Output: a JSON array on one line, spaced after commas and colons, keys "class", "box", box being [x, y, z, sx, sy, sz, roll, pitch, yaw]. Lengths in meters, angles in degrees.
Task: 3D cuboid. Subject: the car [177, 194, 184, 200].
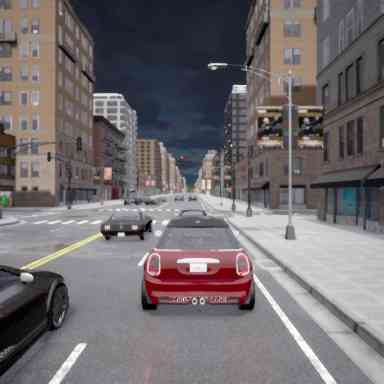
[{"class": "car", "box": [-3.030, 1.358, 88.293, 1.812, 1.442, 4.674, 0, 0, 0]}]

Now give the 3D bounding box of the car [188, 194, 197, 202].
[{"class": "car", "box": [0.195, 1.322, 78.252, 2.097, 1.767, 4.553, 0, 0, 0]}]

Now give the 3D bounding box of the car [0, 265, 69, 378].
[{"class": "car", "box": [-3.129, 1.563, 4.196, 1.994, 1.385, 4.181, 0, 0, -1]}]

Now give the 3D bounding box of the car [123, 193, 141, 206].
[{"class": "car", "box": [-9.695, 1.205, 54.536, 2.150, 2.045, 5.566, 0, 0, 0]}]

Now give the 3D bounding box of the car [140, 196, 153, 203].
[{"class": "car", "box": [-9.575, 1.514, 70.209, 2.033, 1.411, 5.357, 0, 0, 0]}]

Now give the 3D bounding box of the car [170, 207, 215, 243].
[{"class": "car", "box": [0.051, 1.560, 16.663, 1.994, 1.385, 4.181, 0, 0, 1]}]

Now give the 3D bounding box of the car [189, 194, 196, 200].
[{"class": "car", "box": [0.220, 1.358, 88.285, 1.812, 1.442, 4.674, 0, 0, 0]}]

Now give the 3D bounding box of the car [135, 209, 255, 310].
[{"class": "car", "box": [0.119, 1.351, 7.960, 2.097, 1.767, 4.553, 0, 0, 0]}]

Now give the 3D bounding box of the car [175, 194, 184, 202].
[{"class": "car", "box": [-3.055, 1.520, 78.290, 1.994, 1.385, 4.181, 0, 0, 0]}]

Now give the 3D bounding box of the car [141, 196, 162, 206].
[{"class": "car", "box": [-6.454, 1.584, 53.402, 1.895, 1.301, 4.718, 0, 0, 0]}]

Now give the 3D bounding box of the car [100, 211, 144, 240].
[{"class": "car", "box": [-3.109, 1.597, 16.899, 1.895, 1.301, 4.718, 0, 0, 0]}]

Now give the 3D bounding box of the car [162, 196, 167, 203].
[{"class": "car", "box": [-6.336, 1.532, 68.446, 1.994, 1.385, 4.181, 0, 0, 0]}]
